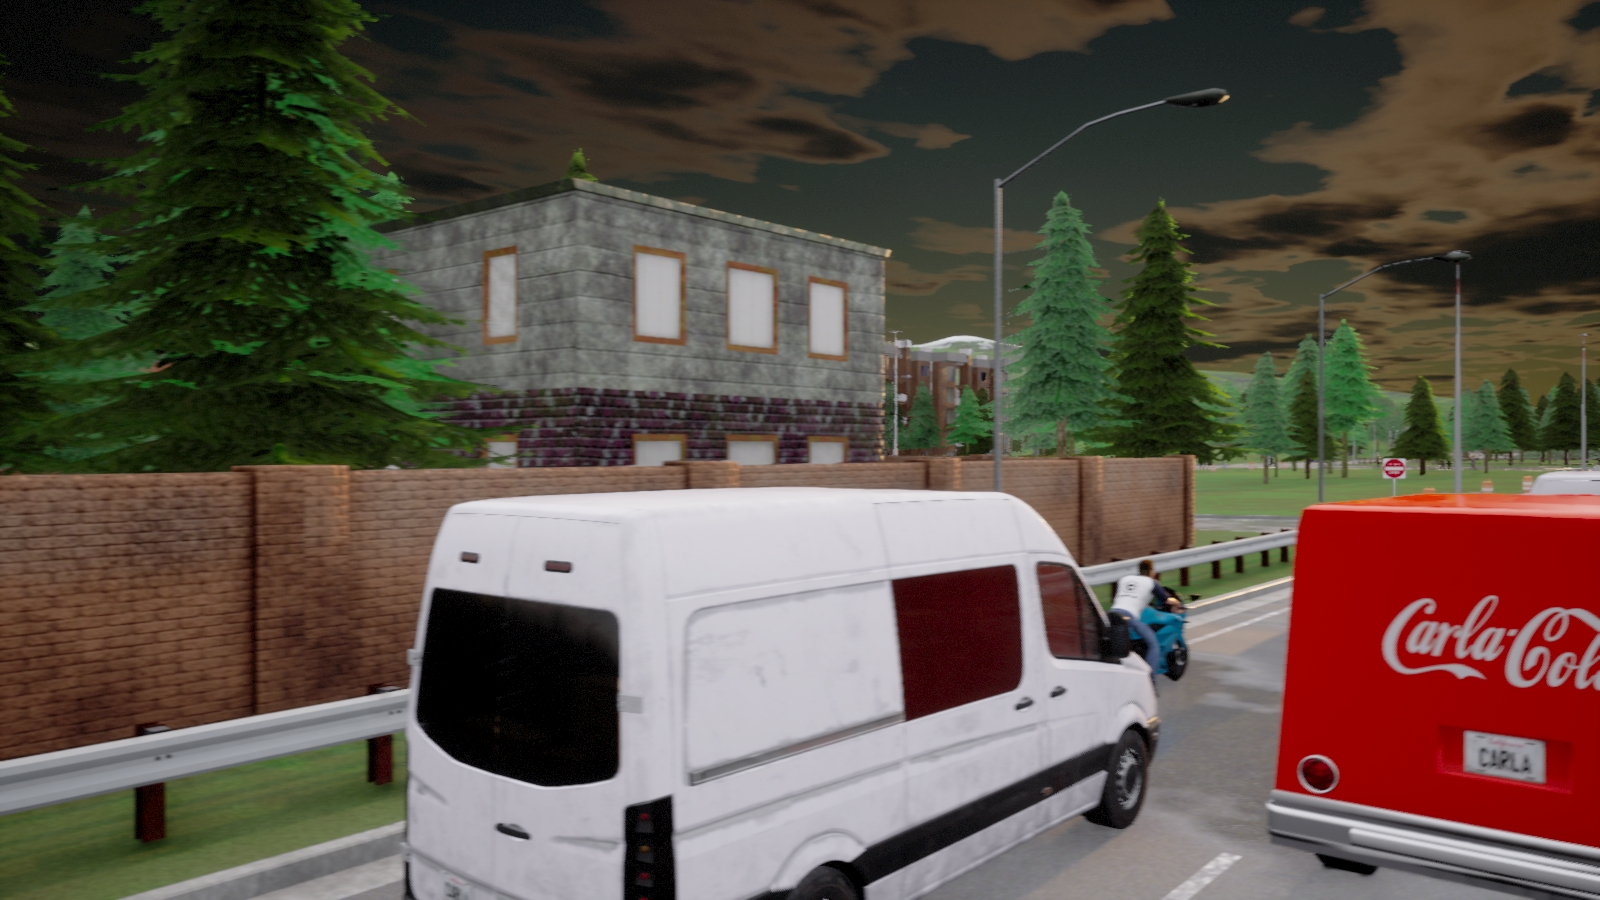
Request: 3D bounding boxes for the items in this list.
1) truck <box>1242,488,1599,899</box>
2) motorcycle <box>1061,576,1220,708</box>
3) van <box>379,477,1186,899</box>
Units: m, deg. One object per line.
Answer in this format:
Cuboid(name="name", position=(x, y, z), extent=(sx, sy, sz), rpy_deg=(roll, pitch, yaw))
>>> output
Cuboid(name="truck", position=(5.286, 1.547, 7.913), extent=(2.627, 2.467, 5.204), rpy_deg=(0, -1, 40))
Cuboid(name="motorcycle", position=(3.986, 2.178, 13.285), extent=(2.033, 1.199, 0.803), rpy_deg=(0, 0, -41))
Cuboid(name="van", position=(0.461, 1.530, 7.599), extent=(1.988, 2.561, 5.915), rpy_deg=(0, 0, 40))
